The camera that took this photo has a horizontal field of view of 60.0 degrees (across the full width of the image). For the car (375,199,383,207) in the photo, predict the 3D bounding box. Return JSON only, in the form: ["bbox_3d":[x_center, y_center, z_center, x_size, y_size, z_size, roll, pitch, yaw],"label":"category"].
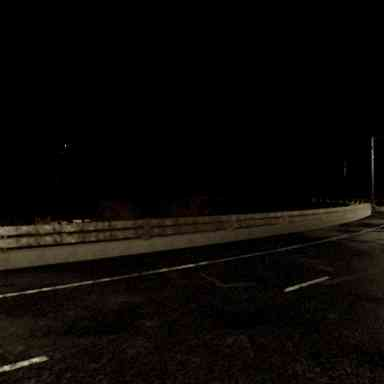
[{"bbox_3d":[36.724,2.118,63.807,2.128,1.511,4.902,0,0,14],"label":"car"}]
